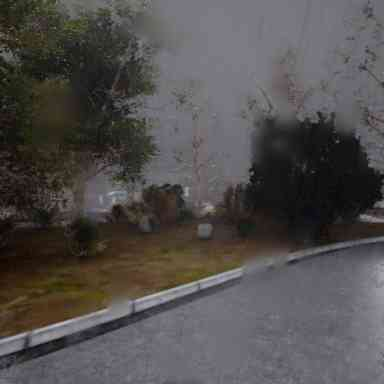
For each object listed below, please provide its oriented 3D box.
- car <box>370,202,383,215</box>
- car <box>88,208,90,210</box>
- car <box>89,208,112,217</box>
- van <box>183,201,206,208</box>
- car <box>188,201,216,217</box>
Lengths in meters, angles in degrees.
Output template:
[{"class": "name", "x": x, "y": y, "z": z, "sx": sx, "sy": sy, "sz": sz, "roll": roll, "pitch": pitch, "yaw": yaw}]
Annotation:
[{"class": "car", "x": 22.544, "y": 1.683, "z": 38.201, "sx": 2.185, "sy": 1.767, "sz": 4.553, "roll": -2, "pitch": -2, "yaw": 44}, {"class": "car", "x": -16.761, "y": 3.537, "z": 58.867, "sx": 2.185, "sy": 1.767, "sz": 4.553, "roll": -5, "pitch": -3, "yaw": 44}, {"class": "car", "x": -14.438, "y": 3.519, "z": 56.702, "sx": 2.002, "sy": 1.452, "sz": 4.674, "roll": -5, "pitch": -3, "yaw": 44}, {"class": "van", "x": 0.604, "y": 2.182, "z": 42.401, "sx": 1.878, "sy": 1.987, "sz": 4.442, "roll": -3, "pitch": -2, "yaw": 44}, {"class": "car", "x": 2.416, "y": 2.288, "z": 40.244, "sx": 1.946, "sy": 1.575, "sz": 5.366, "roll": -3, "pitch": -2, "yaw": 44}]
